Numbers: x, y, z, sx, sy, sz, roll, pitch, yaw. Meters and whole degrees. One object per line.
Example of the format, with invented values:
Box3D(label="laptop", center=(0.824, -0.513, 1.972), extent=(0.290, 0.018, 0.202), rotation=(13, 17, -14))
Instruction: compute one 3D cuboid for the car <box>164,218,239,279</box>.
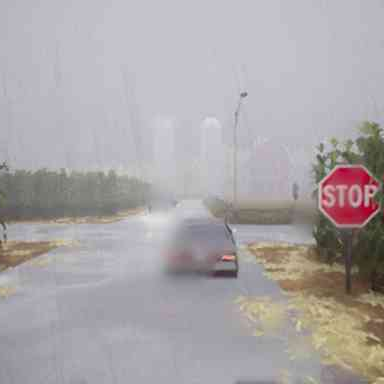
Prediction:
Box3D(label="car", center=(0.364, 1.470, 9.836), extent=(2.033, 1.411, 5.357), rotation=(0, 1, 4))

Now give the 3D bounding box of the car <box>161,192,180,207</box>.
Box3D(label="car", center=(-3.167, 1.035, 43.659), extent=(2.150, 2.045, 5.566), rotation=(0, 0, 0))

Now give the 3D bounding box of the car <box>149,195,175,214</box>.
Box3D(label="car", center=(-3.176, 1.310, 33.301), extent=(2.128, 1.511, 4.902), rotation=(0, 0, 0))

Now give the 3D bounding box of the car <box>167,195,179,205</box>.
Box3D(label="car", center=(-3.124, 1.296, 56.069), extent=(1.812, 1.442, 4.674), rotation=(0, 0, 0))
